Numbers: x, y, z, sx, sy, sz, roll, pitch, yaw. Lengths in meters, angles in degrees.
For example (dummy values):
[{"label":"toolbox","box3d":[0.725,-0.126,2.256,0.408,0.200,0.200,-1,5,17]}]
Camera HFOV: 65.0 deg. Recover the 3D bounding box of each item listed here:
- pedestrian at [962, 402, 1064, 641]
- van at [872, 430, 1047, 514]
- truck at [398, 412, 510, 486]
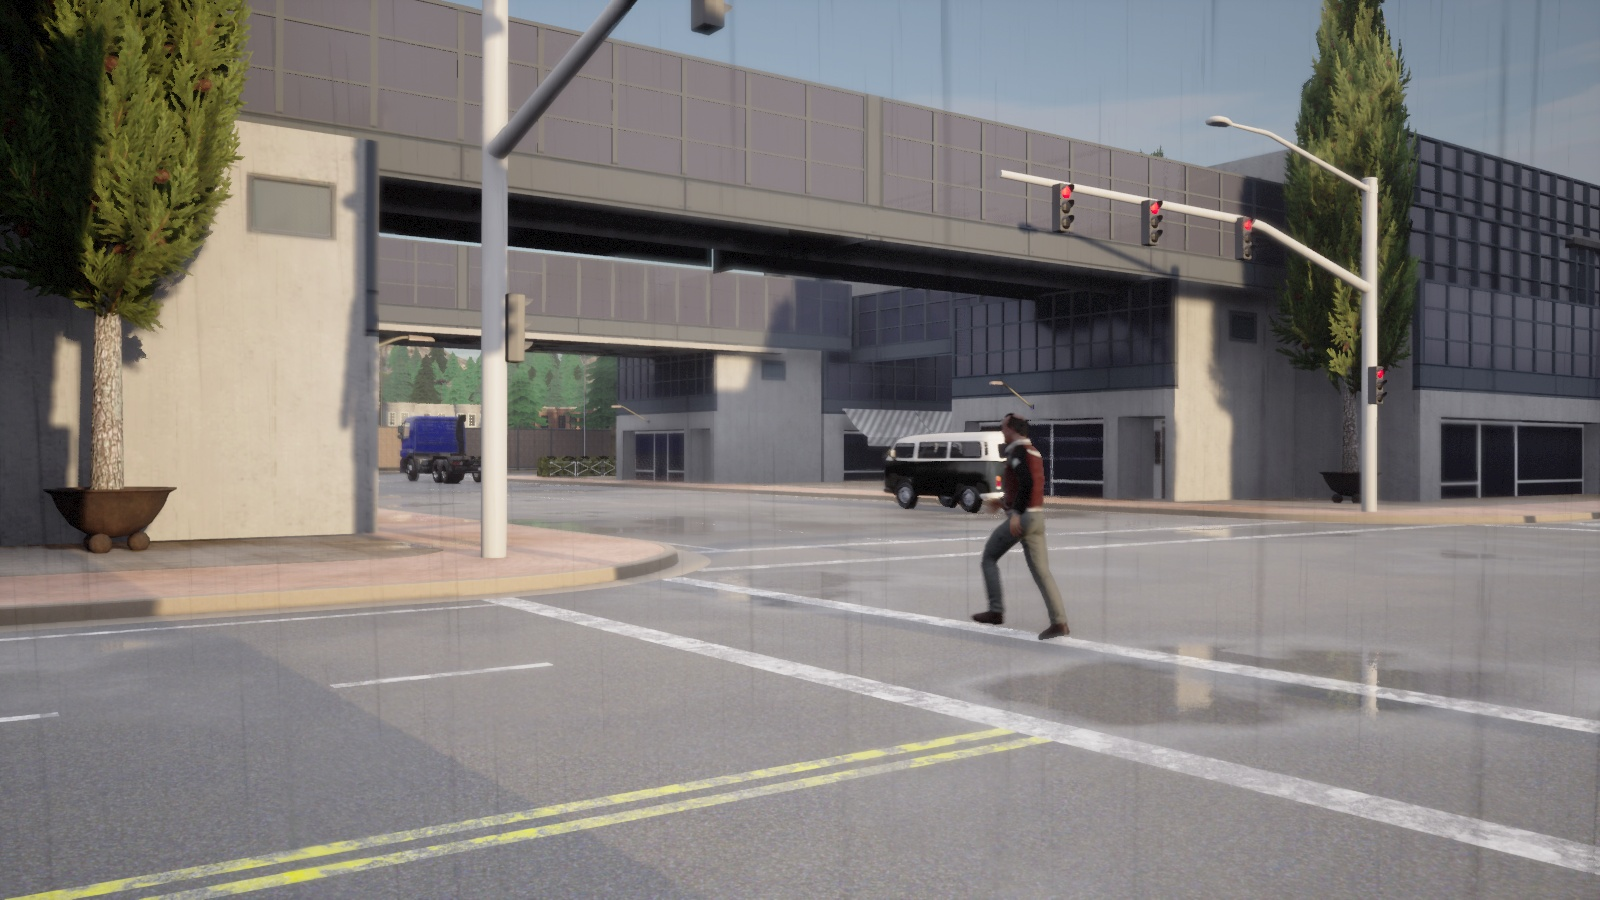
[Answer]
[{"label":"pedestrian","box3d":[1.715,0.559,10.126,0.720,1.854,0.376,0,0,40]},{"label":"van","box3d":[4.097,0.540,32.930,2.069,2.038,4.480,0,0,-36]},{"label":"truck","box3d":[-17.530,-0.045,63.257,2.891,3.462,7.936,0,0,-35]}]
